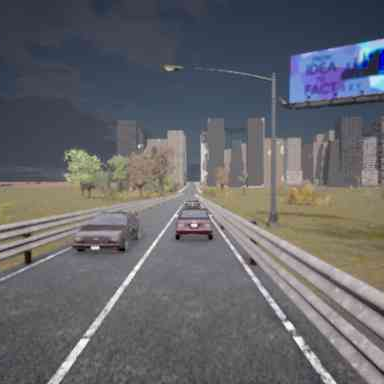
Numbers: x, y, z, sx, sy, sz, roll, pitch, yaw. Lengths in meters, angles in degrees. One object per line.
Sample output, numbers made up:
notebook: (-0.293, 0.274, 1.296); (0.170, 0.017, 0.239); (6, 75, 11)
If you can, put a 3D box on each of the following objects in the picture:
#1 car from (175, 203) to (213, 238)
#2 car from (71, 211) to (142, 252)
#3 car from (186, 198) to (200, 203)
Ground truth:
car: (0.100, 1.539, 17.417); (2.033, 1.411, 5.357); (0, 0, 0)
car: (-3.326, 1.541, 14.125); (2.033, 1.411, 5.357); (0, 0, 0)
car: (0.099, 1.470, 42.738); (2.128, 1.511, 4.902); (0, 0, 0)
